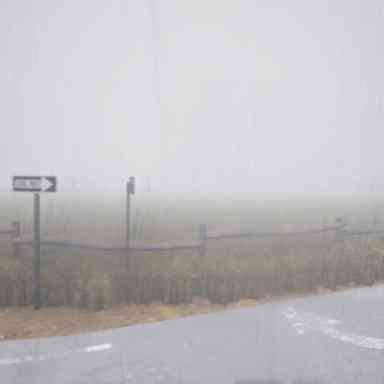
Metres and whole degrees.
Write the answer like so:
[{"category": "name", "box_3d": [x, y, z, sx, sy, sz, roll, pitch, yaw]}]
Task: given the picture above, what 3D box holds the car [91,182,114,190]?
[{"category": "car", "box_3d": [-21.001, -1.194, 79.532, 4.611, 1.667, 2.242, 0, 2, -24]}]
